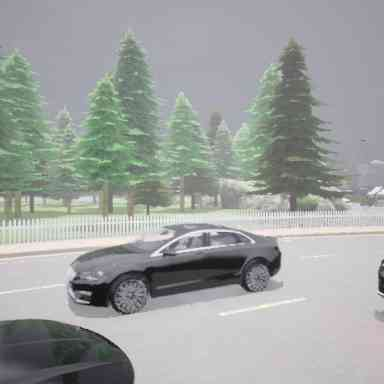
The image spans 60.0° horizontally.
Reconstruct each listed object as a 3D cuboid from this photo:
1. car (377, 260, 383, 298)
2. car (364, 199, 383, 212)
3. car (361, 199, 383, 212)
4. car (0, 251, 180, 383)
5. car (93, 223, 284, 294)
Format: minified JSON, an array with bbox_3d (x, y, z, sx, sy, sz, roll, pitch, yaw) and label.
[{"bbox_3d":[5.680,1.492,6.134,4.902,1.511,2.128,0,0,-23],"label":"car"},{"bbox_3d":[19.910,1.619,36.072,1.994,1.385,4.181,0,0,-3],"label":"car"},{"bbox_3d":[23.111,1.581,41.123,1.812,1.442,4.674,0,0,-3],"label":"car"},{"bbox_3d":[-2.678,1.478,1.653,5.008,1.535,1.882,0,0,-36],"label":"car"},{"bbox_3d":[-0.206,1.491,7.518,4.902,1.511,2.128,0,0,-27],"label":"car"}]
